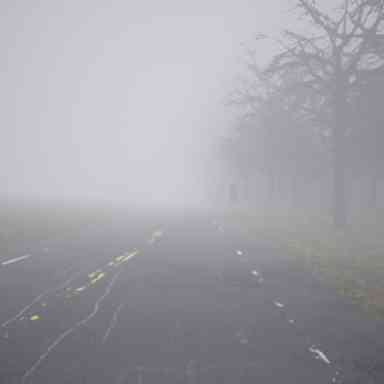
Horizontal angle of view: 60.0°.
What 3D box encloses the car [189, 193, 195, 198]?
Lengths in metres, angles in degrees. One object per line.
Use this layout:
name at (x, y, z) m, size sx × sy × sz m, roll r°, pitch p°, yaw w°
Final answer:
car at (-0.005, 1.094, 90.678) m, size 1.812 × 1.442 × 4.674 m, roll 0°, pitch 1°, yaw 0°
